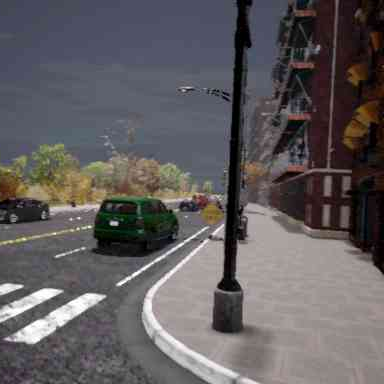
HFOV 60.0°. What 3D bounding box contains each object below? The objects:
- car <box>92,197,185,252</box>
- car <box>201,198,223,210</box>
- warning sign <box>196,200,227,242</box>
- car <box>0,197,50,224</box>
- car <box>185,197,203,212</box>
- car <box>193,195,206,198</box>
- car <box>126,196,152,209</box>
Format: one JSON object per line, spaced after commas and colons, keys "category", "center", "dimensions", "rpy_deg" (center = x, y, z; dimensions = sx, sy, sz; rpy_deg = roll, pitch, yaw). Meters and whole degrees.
{"category": "car", "center": [-2.248, 1.285, 14.764], "dimensions": [2.150, 2.045, 5.566], "rpy_deg": [3, 0, 13]}
{"category": "car", "center": [2.876, 1.889, 43.275], "dimensions": [2.128, 1.511, 4.902], "rpy_deg": [3, 0, 10]}
{"category": "warning sign", "center": [0.957, 1.354, 16.099], "dimensions": [1.300, 1.860, 1.060], "rpy_deg": [3, 0, 11]}
{"category": "car", "center": [-11.046, 1.106, 21.092], "dimensions": [1.837, 1.490, 4.892], "rpy_deg": [3, 0, 11]}
{"category": "car", "center": [-0.394, 1.712, 43.394], "dimensions": [2.128, 1.511, 4.902], "rpy_deg": [3, 0, 10]}
{"category": "car", "center": [1.229, 1.555, 53.700], "dimensions": [2.150, 2.045, 5.566], "rpy_deg": [3, 0, 9]}
{"category": "car", "center": [-6.932, 1.376, 44.228], "dimensions": [1.837, 1.490, 4.892], "rpy_deg": [3, -1, 10]}
